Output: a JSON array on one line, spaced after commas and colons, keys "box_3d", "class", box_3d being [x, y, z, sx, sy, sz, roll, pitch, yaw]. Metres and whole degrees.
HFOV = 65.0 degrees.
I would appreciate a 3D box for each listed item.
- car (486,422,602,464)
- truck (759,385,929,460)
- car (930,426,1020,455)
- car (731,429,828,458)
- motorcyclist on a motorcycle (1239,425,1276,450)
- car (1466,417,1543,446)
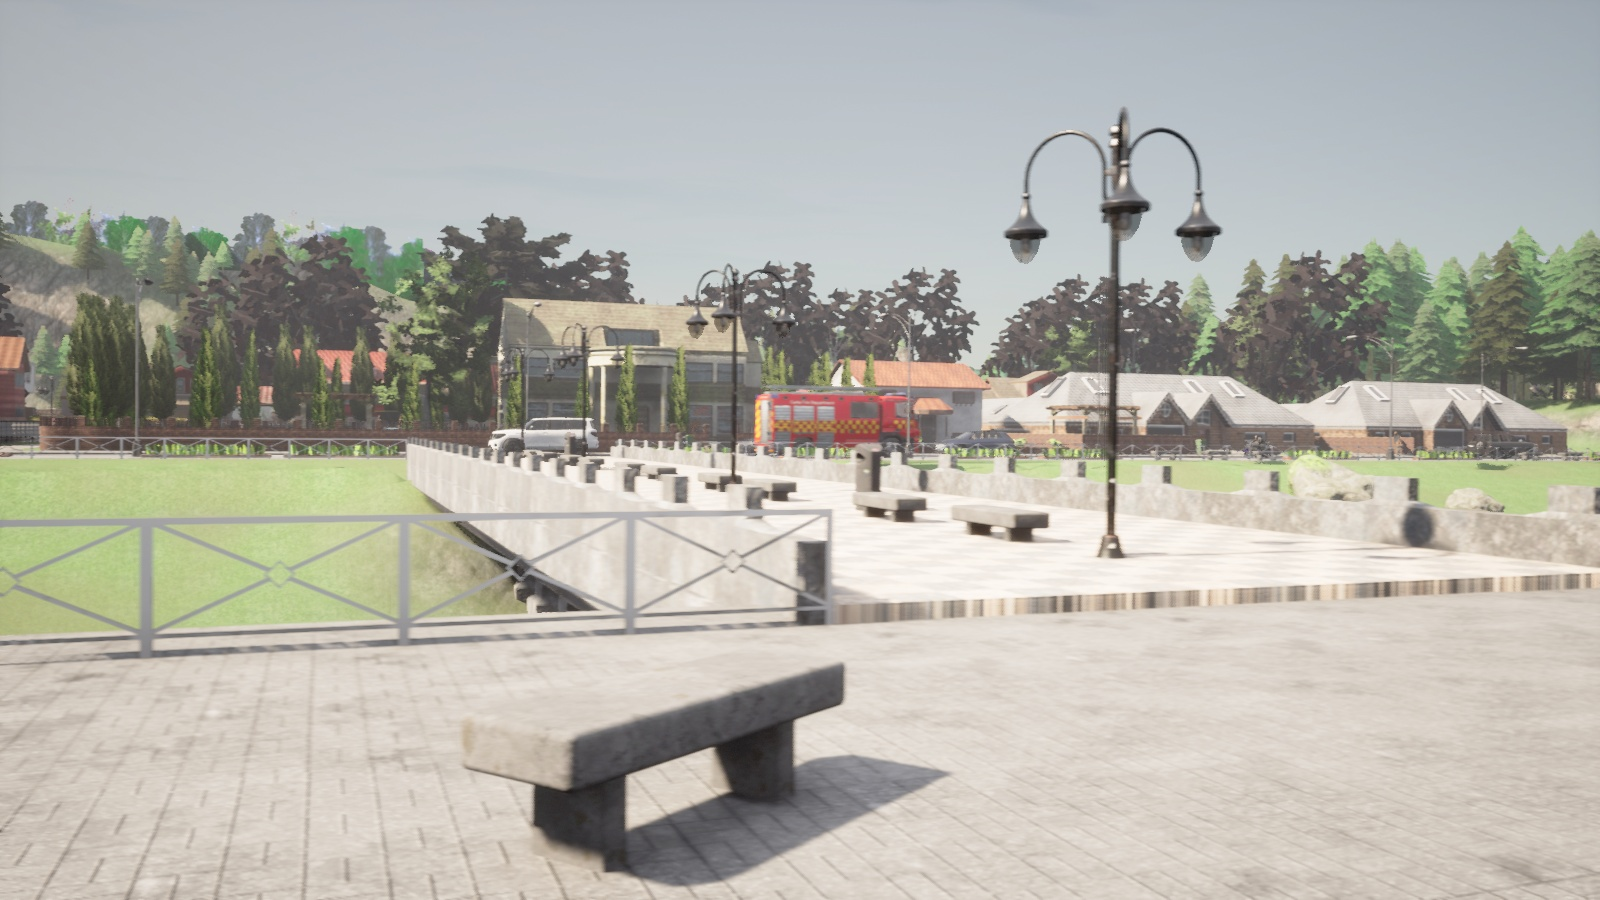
[{"box_3d": [-13.184, -0.394, 64.739, 5.566, 2.045, 2.150, -1, 1, -21], "class": "car"}, {"box_3d": [2.333, -1.471, 66.337, 8.468, 3.827, 2.891, -1, 1, -21], "class": "truck"}, {"box_3d": [10.253, -0.581, 73.633, 4.856, 1.649, 2.033, -1, 1, -21], "class": "car"}, {"box_3d": [-1.115, -0.362, 69.321, 4.902, 1.511, 2.128, -1, 1, -21], "class": "car"}, {"box_3d": [29.460, -0.802, 80.922, 2.191, 1.530, 0.866, -1, 1, -21], "class": "motorcyclist on a motorcycle"}, {"box_3d": [46.629, -1.243, 83.155, 4.605, 1.855, 1.932, -1, 1, -21], "class": "car"}]
